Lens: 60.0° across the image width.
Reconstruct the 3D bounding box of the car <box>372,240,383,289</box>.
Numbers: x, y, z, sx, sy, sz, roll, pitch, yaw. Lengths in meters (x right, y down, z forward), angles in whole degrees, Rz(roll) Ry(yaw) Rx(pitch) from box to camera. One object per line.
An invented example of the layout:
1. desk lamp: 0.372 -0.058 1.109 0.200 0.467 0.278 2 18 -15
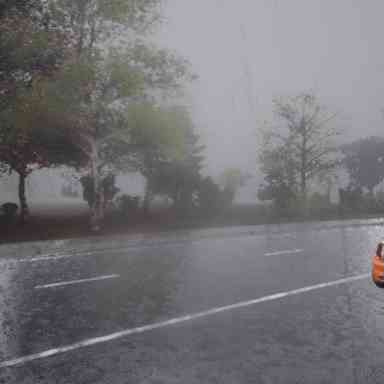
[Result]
1. car: 6.274 1.323 7.581 4.553 1.767 2.097 0 0 -30
